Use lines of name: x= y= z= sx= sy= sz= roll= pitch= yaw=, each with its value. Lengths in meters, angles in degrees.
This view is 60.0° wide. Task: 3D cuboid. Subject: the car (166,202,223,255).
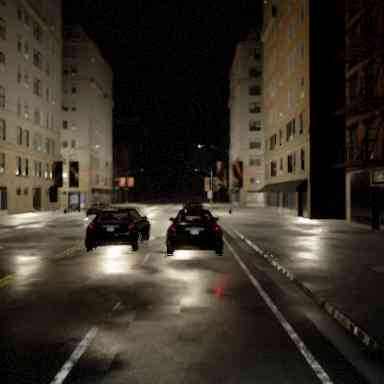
car: x=0.100 y=1.480 z=13.993 sx=2.097 sy=1.767 sz=4.553 roll=0 pitch=-1 yaw=0

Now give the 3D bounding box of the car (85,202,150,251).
car: x=-3.151 y=1.489 z=14.974 sx=2.097 sy=1.767 sz=4.553 roll=0 pitch=-1 yaw=0
